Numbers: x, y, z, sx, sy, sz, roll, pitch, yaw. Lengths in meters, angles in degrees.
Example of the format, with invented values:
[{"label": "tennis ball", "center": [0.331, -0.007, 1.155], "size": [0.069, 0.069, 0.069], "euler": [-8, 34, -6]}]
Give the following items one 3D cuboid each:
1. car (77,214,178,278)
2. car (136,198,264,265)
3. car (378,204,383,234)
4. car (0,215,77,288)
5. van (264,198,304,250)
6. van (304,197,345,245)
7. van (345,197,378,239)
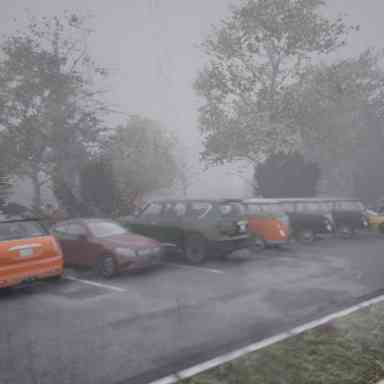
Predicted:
[{"label": "car", "center": [-2.983, 1.542, 10.259], "size": [4.674, 1.452, 2.002], "euler": [-1, -1, 34]}, {"label": "car", "center": [-0.591, 1.248, 12.006], "size": [5.566, 2.045, 2.435], "euler": [-1, 0, 34]}, {"label": "car", "center": [9.269, 1.484, 18.823], "size": [5.366, 1.575, 1.946], "euler": [-1, -1, 34]}, {"label": "car", "center": [-5.382, 1.378, 8.503], "size": [4.553, 1.767, 2.185], "euler": [-1, 0, 34]}, {"label": "van", "center": [1.952, 1.269, 13.660], "size": [4.442, 1.987, 1.878], "euler": [-1, -1, 34]}, {"label": "van", "center": [4.371, 1.267, 15.396], "size": [4.442, 1.987, 1.878], "euler": [-1, -1, 34]}, {"label": "van", "center": [6.791, 1.265, 17.133], "size": [4.442, 1.987, 1.878], "euler": [-1, -1, 34]}]
